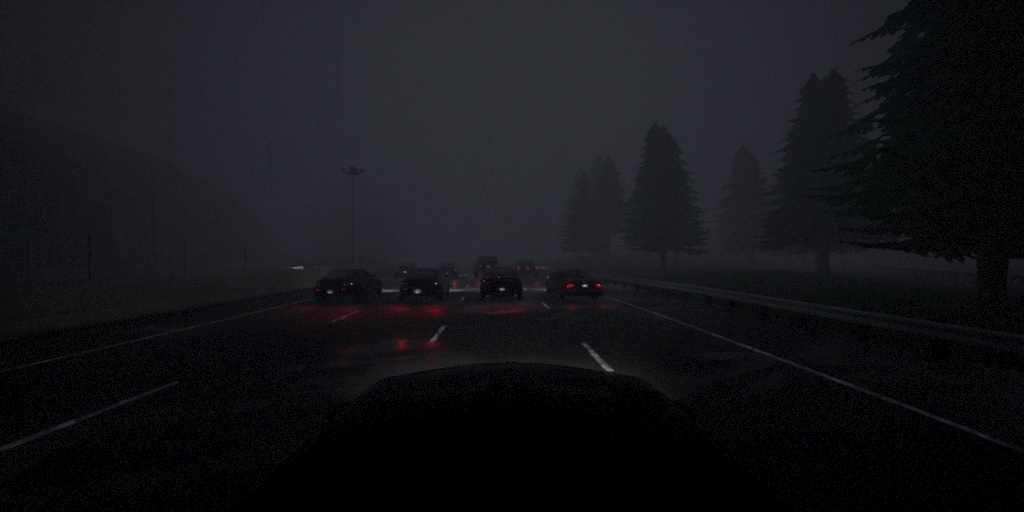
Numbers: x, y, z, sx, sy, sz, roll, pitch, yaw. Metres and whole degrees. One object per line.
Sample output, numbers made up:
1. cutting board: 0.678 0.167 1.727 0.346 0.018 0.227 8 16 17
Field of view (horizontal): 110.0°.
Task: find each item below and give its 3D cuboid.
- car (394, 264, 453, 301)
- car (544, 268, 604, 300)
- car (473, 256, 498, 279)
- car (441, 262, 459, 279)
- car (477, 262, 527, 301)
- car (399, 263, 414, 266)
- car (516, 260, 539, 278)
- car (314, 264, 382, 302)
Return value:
1. car: -4.090 1.280 17.145 1.812 1.442 4.674 0 0 -4
2. car: 2.890 1.310 17.673 2.033 1.411 5.357 0 0 -4
3. car: -2.402 1.005 33.257 2.150 2.045 5.566 0 0 -9
4. car: -5.858 1.280 32.701 1.812 1.442 4.674 0 0 -9
5. car: -0.600 1.232 17.409 1.882 1.535 5.008 0 0 -4
6. car: -9.318 1.320 32.175 1.994 1.385 4.181 0 0 -9
7. car: 1.067 1.114 33.724 2.097 1.767 4.553 0 0 -9
8. car: -7.580 1.280 16.881 1.812 1.442 4.674 0 0 -4
